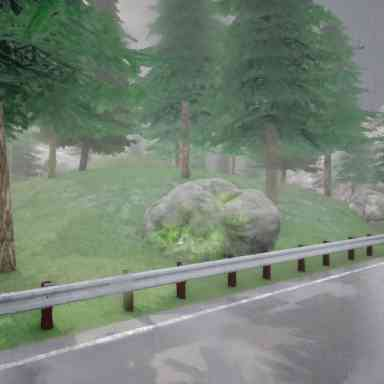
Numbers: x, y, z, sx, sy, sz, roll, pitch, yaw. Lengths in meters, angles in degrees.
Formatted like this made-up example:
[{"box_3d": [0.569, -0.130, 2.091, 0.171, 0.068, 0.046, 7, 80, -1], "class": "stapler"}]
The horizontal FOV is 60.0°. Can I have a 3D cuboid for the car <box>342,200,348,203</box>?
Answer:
[{"box_3d": [22.381, 1.352, 44.529, 2.097, 1.767, 4.553, 0, 0, -36], "class": "car"}]
